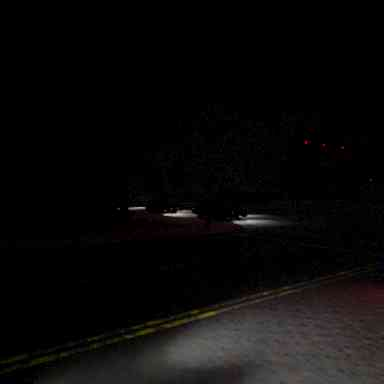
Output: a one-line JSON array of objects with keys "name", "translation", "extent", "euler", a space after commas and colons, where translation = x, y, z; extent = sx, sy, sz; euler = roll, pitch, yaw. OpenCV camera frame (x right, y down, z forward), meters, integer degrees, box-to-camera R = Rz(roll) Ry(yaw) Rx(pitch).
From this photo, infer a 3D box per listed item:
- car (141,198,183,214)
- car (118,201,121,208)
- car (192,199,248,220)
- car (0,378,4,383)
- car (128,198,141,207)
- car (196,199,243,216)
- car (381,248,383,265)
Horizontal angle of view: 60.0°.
[{"name": "car", "translation": [-3.243, 1.518, 35.222], "extent": [1.994, 1.385, 4.181], "euler": [0, 0, -36]}, {"name": "car", "translation": [-11.791, 1.431, 47.132], "extent": [1.882, 1.535, 5.008], "euler": [0, 0, -36]}, {"name": "car", "translation": [2.159, 1.501, 27.728], "extent": [2.033, 1.411, 5.357], "euler": [0, 0, -36]}, {"name": "car", "translation": [-3.394, 1.606, 1.328], "extent": [4.718, 1.301, 1.895], "euler": [0, 0, -35]}, {"name": "car", "translation": [-8.880, 1.508, 49.080], "extent": [1.994, 1.385, 4.181], "euler": [0, 0, -36]}, {"name": "car", "translation": [2.639, 1.450, 33.039], "extent": [1.837, 1.490, 4.892], "euler": [0, 0, -36]}, {"name": "car", "translation": [7.057, 1.573, 8.796], "extent": [4.718, 1.301, 1.895], "euler": [0, 0, -35]}]
